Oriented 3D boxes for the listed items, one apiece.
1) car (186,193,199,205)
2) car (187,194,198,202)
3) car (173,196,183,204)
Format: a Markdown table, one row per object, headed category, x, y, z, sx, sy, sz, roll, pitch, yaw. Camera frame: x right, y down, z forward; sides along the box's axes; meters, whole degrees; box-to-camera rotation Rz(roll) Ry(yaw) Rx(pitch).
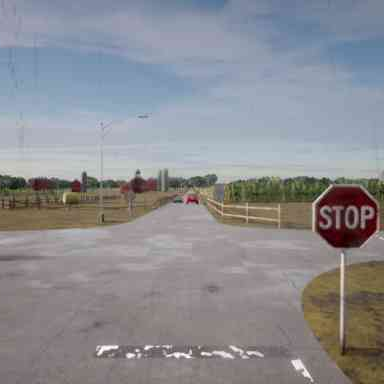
| category | x | y | z | sx | sy | sz | roll | pitch | yaw |
| --- | --- | --- | --- | --- | --- | --- | --- | --- | --- |
| car | 0.078 | 1.215 | 60.061 | 2.150 | 2.045 | 5.566 | 0 | 0 | 0 |
| car | 0.092 | 1.256 | 70.421 | 2.097 | 1.767 | 4.553 | 0 | 0 | 0 |
| car | -2.665 | 1.542 | 65.449 | 2.033 | 1.411 | 5.357 | 0 | 0 | 0 |
